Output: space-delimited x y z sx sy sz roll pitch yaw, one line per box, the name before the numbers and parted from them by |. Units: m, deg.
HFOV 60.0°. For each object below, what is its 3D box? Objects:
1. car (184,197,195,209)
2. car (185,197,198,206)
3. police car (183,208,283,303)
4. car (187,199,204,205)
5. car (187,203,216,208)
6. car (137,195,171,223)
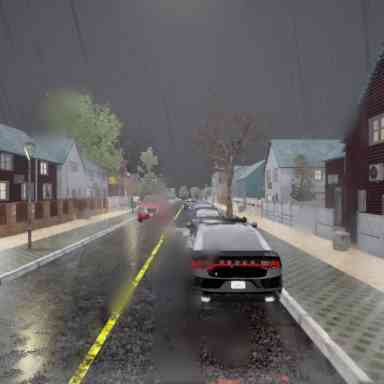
car | -0.085 1.595 44.897 2.128 1.511 4.902 0 0 1
car | -0.136 1.679 58.084 2.128 1.511 4.902 0 0 0
police car | 0.805 1.426 8.420 1.930 1.638 5.238 0 0 0
car | 0.768 1.500 24.312 1.882 1.535 5.008 0 0 0
car | 0.782 1.536 18.311 1.812 1.442 4.674 0 0 0
car | -2.811 1.248 25.887 2.150 2.045 5.566 0 0 0
